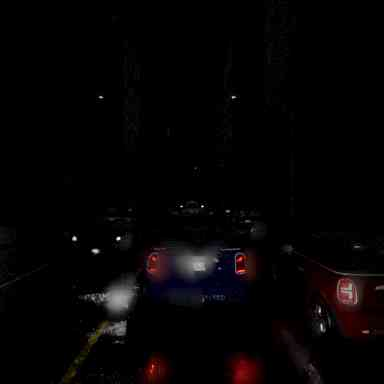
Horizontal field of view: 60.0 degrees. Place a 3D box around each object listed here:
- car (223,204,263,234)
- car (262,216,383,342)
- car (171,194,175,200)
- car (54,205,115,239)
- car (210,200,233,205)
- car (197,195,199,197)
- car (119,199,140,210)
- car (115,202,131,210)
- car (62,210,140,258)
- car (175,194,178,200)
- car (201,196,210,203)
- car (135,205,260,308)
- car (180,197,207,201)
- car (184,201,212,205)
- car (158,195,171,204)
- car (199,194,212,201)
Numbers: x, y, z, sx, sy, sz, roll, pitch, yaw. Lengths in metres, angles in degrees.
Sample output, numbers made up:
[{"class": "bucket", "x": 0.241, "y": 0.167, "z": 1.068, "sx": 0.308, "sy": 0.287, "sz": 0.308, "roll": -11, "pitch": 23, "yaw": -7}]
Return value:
[{"class": "car", "x": 2.847, "y": 1.552, "z": 17.491, "sx": 2.008, "sy": 1.369, "sz": 4.403, "roll": 0, "pitch": 0, "yaw": 0}, {"class": "car", "x": 2.851, "y": 1.440, "z": 6.488, "sx": 1.967, "sy": 1.590, "sz": 4.097, "roll": 0, "pitch": 0, "yaw": 0}, {"class": "car", "x": -5.644, "y": 1.616, "z": 76.410, "sx": 2.008, "sy": 1.369, "sz": 4.403, "roll": 0, "pitch": 0, "yaw": 0}, {"class": "car", "x": -5.678, "y": 1.567, "z": 17.488, "sx": 1.947, "sy": 1.339, "sz": 4.313, "roll": 0, "pitch": 0, "yaw": 0}, {"class": "car", "x": 2.844, "y": 1.569, "z": 28.493, "sx": 1.947, "sy": 1.339, "sz": 4.313, "roll": 0, "pitch": 0, "yaw": 0}, {"class": "car", "x": 2.881, "y": 1.616, "z": 76.401, "sx": 2.008, "sy": 1.369, "sz": 4.403, "roll": 0, "pitch": 0, "yaw": 0}, {"class": "car", "x": -5.682, "y": 1.443, "z": 28.491, "sx": 1.967, "sy": 1.590, "sz": 4.097, "roll": 0, "pitch": 0, "yaw": 0}, {"class": "car", "x": -5.680, "y": 1.584, "z": 22.989, "sx": 1.802, "sy": 1.307, "sz": 4.206, "roll": 0, "pitch": 0, "yaw": 0}, {"class": "car", "x": -3.102, "y": 1.601, "z": 12.951, "sx": 1.895, "sy": 1.301, "sz": 4.718, "roll": 0, "pitch": 0, "yaw": 0}, {"class": "car", "x": -5.621, "y": 1.638, "z": 92.466, "sx": 1.752, "sy": 1.417, "sz": 4.829, "roll": 0, "pitch": 0, "yaw": 0}, {"class": "car", "x": 2.873, "y": 1.580, "z": 71.163, "sx": 1.752, "sy": 1.417, "sz": 4.829, "roll": 0, "pitch": 0, "yaw": 0}, {"class": "car", "x": 0.096, "y": 1.352, "z": 8.055, "sx": 2.097, "sy": 1.767, "sz": 4.553, "roll": 0, "pitch": 0, "yaw": 0}, {"class": "car", "x": -0.010, "y": 1.460, "z": 27.358, "sx": 1.801, "sy": 1.575, "sz": 5.366, "roll": 0, "pitch": 0, "yaw": 0}, {"class": "car", "x": 0.089, "y": 1.479, "z": 17.336, "sx": 1.882, "sy": 1.535, "sz": 5.008, "roll": 0, "pitch": 0, "yaw": 0}, {"class": "car", "x": -5.660, "y": 1.626, "z": 65.594, "sx": 1.802, "sy": 1.307, "sz": 4.206, "roll": 0, "pitch": 0, "yaw": 0}, {"class": "car", "x": 2.864, "y": 1.484, "z": 65.584, "sx": 1.967, "sy": 1.590, "sz": 4.097, "roll": 0, "pitch": 0, "yaw": 0}]
